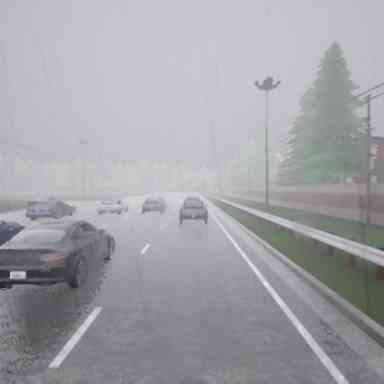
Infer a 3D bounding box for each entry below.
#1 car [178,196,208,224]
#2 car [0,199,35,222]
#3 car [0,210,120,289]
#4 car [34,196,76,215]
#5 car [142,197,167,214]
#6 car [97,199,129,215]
[{"bbox_3d":[0.104,1.270,22.843,2.128,1.511,4.902,0,1,0],"label":"car"},{"bbox_3d":[-6.898,1.255,9.946,2.097,1.767,4.553,0,1,0],"label":"car"},{"bbox_3d":[-3.411,1.439,8.812,1.812,1.442,4.674,0,1,0],"label":"car"},{"bbox_3d":[-10.396,1.305,24.873,2.033,1.411,5.357,0,1,0],"label":"car"},{"bbox_3d":[-3.395,1.196,30.505,2.128,1.511,4.902,0,1,0],"label":"car"},{"bbox_3d":[-6.894,1.315,29.467,1.895,1.301,4.718,0,1,0],"label":"car"}]
